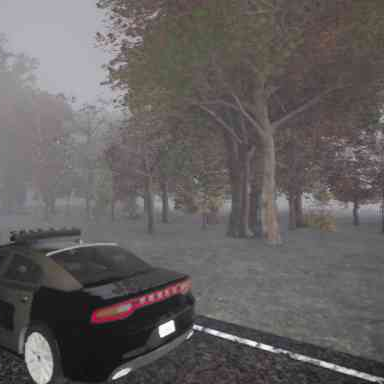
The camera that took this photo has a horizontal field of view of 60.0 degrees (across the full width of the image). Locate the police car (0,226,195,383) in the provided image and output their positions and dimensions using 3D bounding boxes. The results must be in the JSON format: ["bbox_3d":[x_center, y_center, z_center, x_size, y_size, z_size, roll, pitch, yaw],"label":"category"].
[{"bbox_3d":[-2.387,1.398,5.297,5.238,1.638,1.930,-1,-2,36],"label":"police car"}]
